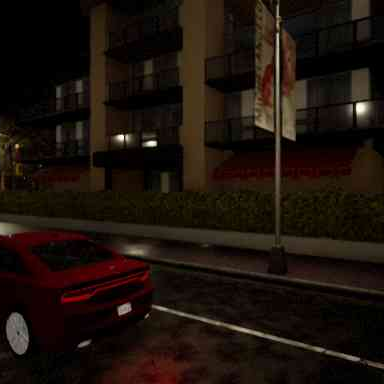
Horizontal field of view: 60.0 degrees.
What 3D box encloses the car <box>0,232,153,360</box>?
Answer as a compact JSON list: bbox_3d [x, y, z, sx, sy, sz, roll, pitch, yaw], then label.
[{"bbox_3d":[-2.972,1.464,6.015,5.008,1.535,1.882,0,0,35],"label":"car"}]
